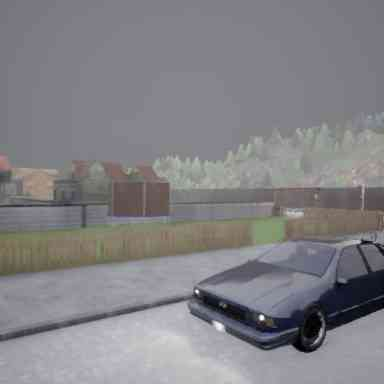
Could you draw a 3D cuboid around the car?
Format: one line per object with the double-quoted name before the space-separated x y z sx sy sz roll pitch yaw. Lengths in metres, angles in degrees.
"car" 2.547 1.599 6.417 5.357 1.411 2.033 1 0 -36
